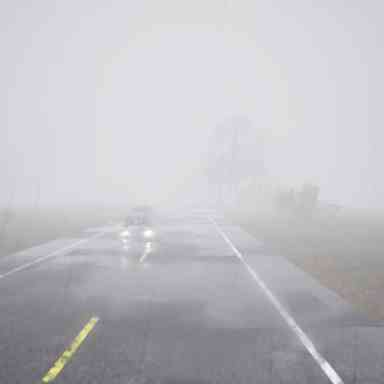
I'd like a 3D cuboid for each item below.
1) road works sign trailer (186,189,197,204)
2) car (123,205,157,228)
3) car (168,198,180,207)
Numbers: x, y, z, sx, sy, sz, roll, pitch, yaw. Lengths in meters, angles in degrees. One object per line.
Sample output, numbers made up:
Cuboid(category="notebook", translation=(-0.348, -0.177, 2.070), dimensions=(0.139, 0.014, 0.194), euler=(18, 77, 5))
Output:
Cuboid(category="road works sign trailer", translation=(-0.010, 1.172, 82.060), dimensions=(2.380, 3.560, 2.880), euler=(0, -1, 0))
Cuboid(category="car", translation=(-3.602, 1.697, 23.761), dimensions=(1.837, 1.490, 4.892), euler=(0, 0, 0))
Cuboid(category="car", translation=(-3.520, 1.898, 64.658), dimensions=(2.097, 1.767, 4.553), euler=(0, -1, 0))
